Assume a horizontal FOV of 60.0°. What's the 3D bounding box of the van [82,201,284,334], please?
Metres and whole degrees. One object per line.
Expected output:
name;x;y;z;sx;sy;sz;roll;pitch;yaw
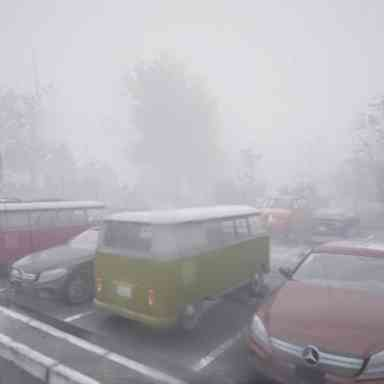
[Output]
van;0.182;1.312;7.035;1.878;1.987;4.442;0;0;35

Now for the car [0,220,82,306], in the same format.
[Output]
car;-2.088;1.572;8.513;2.002;1.452;4.674;0;0;35

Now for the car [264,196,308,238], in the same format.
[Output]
car;5.055;1.279;18.828;2.435;2.045;5.566;0;0;35

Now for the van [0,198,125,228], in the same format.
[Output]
van;-4.321;1.296;10.245;1.878;1.987;4.442;0;0;35

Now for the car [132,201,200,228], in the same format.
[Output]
car;-1.721;1.501;23.702;2.231;1.521;4.892;0;0;35

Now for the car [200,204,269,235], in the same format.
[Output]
car;2.754;1.549;20.466;2.163;1.488;4.792;0;0;35

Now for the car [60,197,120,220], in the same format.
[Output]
car;-8.640;1.343;28.589;2.185;1.767;4.553;0;0;35

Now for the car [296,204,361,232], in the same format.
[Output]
car;7.375;1.537;17.201;2.097;1.535;5.008;0;0;35

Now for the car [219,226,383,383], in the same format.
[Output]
car;2.526;1.564;5.225;2.002;1.452;4.674;-1;-1;35

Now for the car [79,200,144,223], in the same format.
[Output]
car;-6.428;1.478;27.044;2.097;1.535;5.008;0;0;35
